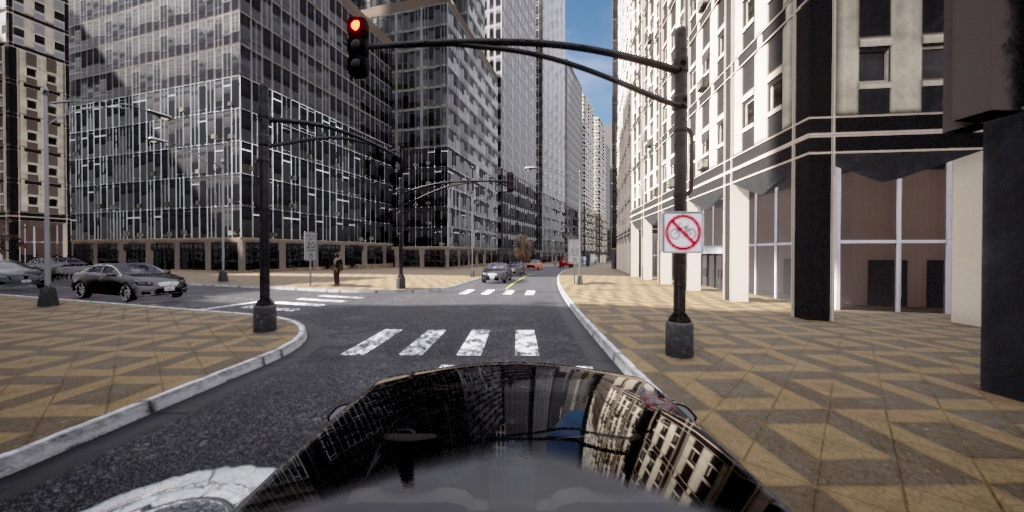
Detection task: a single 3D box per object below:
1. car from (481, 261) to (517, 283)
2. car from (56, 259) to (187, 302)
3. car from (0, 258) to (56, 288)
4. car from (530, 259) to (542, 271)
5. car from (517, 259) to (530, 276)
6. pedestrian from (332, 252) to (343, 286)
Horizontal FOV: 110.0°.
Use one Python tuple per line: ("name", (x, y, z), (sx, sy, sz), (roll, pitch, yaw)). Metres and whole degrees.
("car", (-1.116, 1.271, 28.193), (2.128, 1.511, 4.902), (0, 0, 7))
("car", (-16.369, 1.041, 15.362), (4.902, 1.511, 2.128), (1, 1, 16))
("car", (-25.930, 0.938, 18.160), (4.674, 1.442, 1.812), (1, 1, 17))
("car", (3.100, 1.238, 52.561), (2.097, 1.767, 4.553), (0, 0, 13))
("car", (0.318, 1.305, 38.254), (2.128, 1.511, 4.902), (0, 0, 9))
("pedestrian", (-9.523, 0.713, 19.460), (0.375, 1.860, 0.375), (0, 0, 16))
